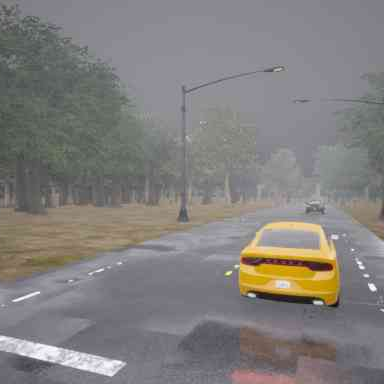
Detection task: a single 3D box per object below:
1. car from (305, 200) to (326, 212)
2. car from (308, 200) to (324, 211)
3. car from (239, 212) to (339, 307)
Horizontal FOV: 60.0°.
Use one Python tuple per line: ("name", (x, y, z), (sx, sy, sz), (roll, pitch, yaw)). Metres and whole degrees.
("car", (13.523, 1.622, 36.440), (1.812, 1.442, 4.674), (0, -1, 22))
("car", (17.068, 1.801, 45.709), (2.033, 1.411, 5.357), (0, -1, 21))
("car", (2.504, 1.472, 8.170), (1.882, 1.535, 5.008), (0, 0, 21))
